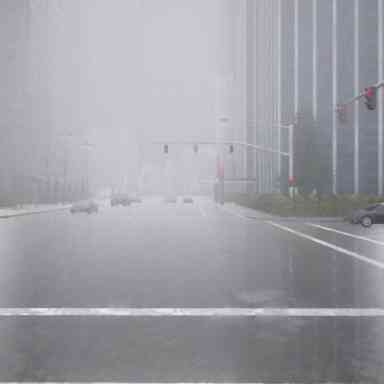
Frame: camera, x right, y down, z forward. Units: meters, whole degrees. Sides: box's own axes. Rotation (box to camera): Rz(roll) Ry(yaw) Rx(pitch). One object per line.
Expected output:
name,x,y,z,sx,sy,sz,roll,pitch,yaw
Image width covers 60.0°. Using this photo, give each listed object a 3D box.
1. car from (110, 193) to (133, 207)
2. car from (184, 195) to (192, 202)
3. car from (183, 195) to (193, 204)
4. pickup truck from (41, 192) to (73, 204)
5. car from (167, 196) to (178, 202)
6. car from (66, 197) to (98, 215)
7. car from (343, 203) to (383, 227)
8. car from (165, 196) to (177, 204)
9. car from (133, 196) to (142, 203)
car,-11.267,1.223,52.531,2.150,2.045,5.566,0,0,0
car,-0.882,1.387,75.592,1.882,1.535,5.008,0,0,-1
car,-0.790,1.526,65.341,1.812,1.442,4.674,0,0,-1
pickup truck,-24.365,1.059,60.024,2.390,2.098,6.274,0,0,30
car,-4.378,1.540,75.261,2.033,1.411,5.357,0,0,-1
car,-11.108,1.526,34.571,1.812,1.442,4.674,0,0,-1
car,12.618,1.505,22.088,4.892,1.490,1.837,0,0,0
car,-4.187,1.601,65.000,1.895,1.301,4.718,0,0,0
car,-11.312,1.564,67.093,1.994,1.385,4.181,0,0,0
